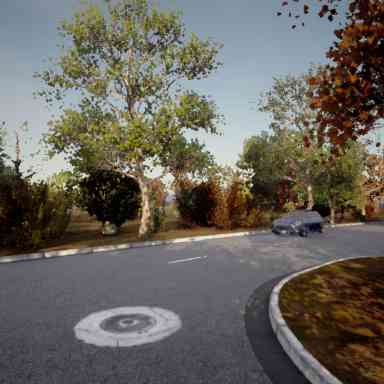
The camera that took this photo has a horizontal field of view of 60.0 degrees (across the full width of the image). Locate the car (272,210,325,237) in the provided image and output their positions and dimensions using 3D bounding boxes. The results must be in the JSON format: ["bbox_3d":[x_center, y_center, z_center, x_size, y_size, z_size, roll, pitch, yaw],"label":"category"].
[{"bbox_3d":[7.343,2.039,22.771,2.097,1.767,4.553,-1,-3,43],"label":"car"}]
